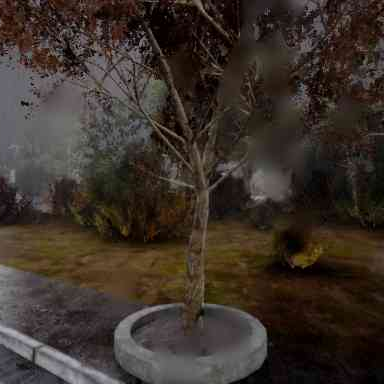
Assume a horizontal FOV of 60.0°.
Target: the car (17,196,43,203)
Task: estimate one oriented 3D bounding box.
[{"bbox_3d":[-22.051,1.214,44.885,2.033,1.411,5.357,1,0,32],"label":"car"}]
